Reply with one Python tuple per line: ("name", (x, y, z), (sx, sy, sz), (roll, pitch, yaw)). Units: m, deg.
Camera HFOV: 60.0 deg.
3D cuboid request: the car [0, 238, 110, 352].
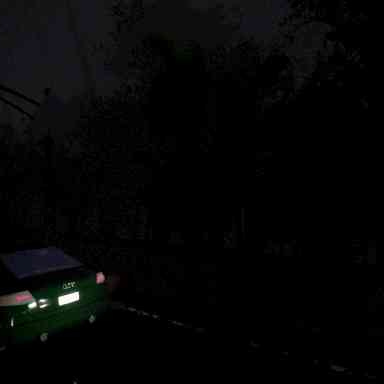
("car", (-3.481, 1.566, 6.147), (4.181, 1.385, 1.994), (0, 0, 35))
